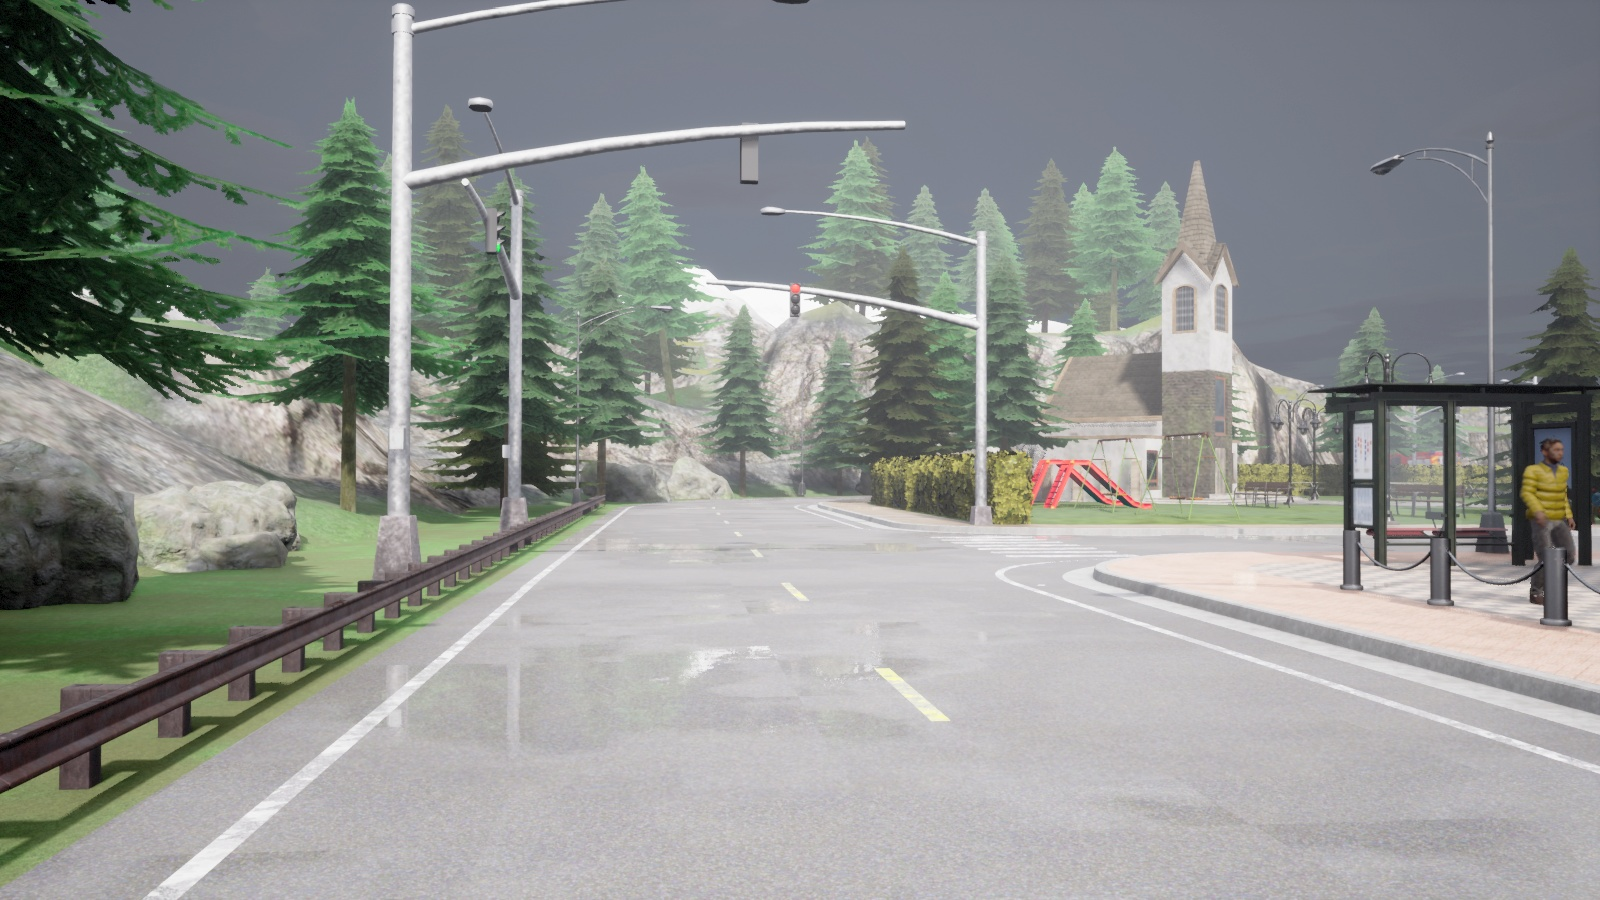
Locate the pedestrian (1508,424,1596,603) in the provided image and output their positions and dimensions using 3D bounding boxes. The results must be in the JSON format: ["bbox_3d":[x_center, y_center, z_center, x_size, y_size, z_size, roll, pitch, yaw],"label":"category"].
[{"bbox_3d":[7.956,0.655,13.310,0.431,1.840,0.709,0,-1,-8],"label":"pedestrian"}]

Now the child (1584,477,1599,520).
[{"bbox_3d":[22.097,1.335,34.831,0.448,1.192,0.343,0,-1,-11],"label":"child"}]
